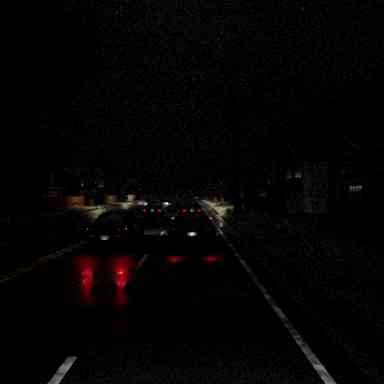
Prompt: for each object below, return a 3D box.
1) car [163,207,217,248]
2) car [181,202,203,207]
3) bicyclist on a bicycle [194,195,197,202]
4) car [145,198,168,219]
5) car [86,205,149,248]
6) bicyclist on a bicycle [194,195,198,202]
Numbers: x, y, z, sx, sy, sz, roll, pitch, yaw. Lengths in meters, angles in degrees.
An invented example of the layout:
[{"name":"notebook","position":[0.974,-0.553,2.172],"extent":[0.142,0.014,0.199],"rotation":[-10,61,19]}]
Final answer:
[{"name":"car","position":[0.000,1.571,14.650],"extent":[1.994,1.385,4.181],"rotation":[0,0,0]},{"name":"car","position":[0.000,1.575,29.651],"extent":[2.033,1.411,5.357],"rotation":[0,0,0]},{"name":"bicyclist on a bicycle","position":[0.892,1.645,79.621],"extent":[0.582,1.620,1.656],"rotation":[0,-1,0]},{"name":"car","position":[-3.250,1.575,29.651],"extent":[2.033,1.411,5.357],"rotation":[0,0,0]},{"name":"car","position":[-3.250,1.532,14.650],"extent":[1.812,1.442,4.674],"rotation":[0,0,0]},{"name":"bicyclist on a bicycle","position":[0.882,1.575,70.618],"extent":[0.866,1.612,1.509],"rotation":[0,0,0]}]
